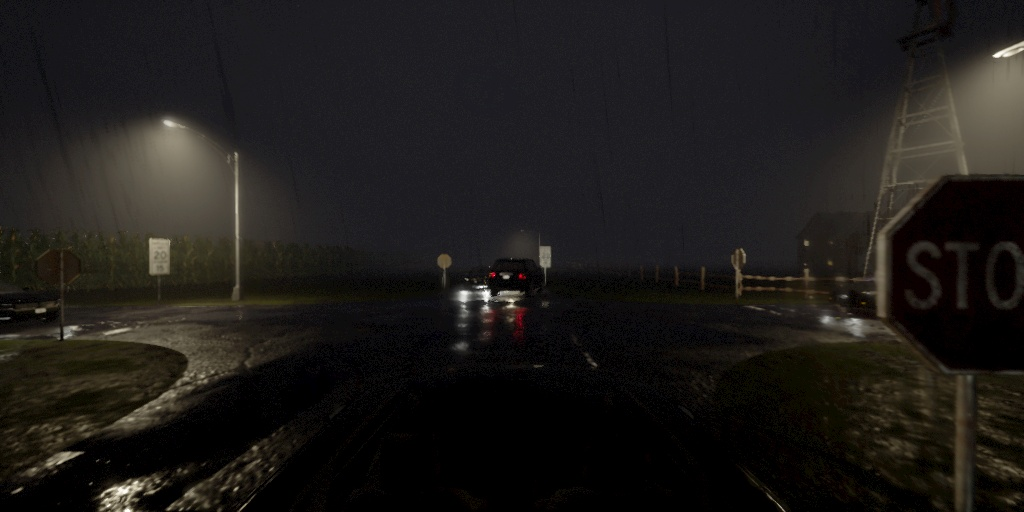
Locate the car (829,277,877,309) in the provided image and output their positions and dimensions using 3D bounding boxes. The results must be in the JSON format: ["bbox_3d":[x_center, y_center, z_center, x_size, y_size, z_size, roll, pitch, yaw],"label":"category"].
[{"bbox_3d":[14.259,1.320,13.066,4.181,1.385,1.994,0,0,4],"label":"car"}]

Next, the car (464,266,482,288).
[{"bbox_3d":[-2.324,1.525,26.592,1.837,1.490,4.892,0,-1,3],"label":"car"}]

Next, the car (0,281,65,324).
[{"bbox_3d":[-17.286,1.460,11.319,5.008,1.535,1.882,0,0,2],"label":"car"}]

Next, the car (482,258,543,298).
[{"bbox_3d":[0.354,1.167,20.238,2.150,2.045,5.566,1,0,14],"label":"car"}]
